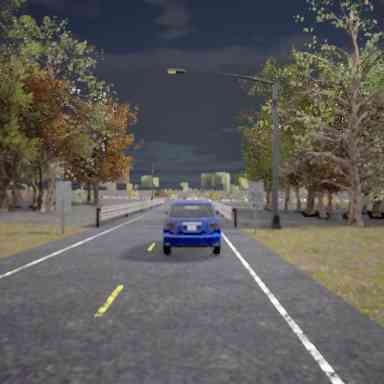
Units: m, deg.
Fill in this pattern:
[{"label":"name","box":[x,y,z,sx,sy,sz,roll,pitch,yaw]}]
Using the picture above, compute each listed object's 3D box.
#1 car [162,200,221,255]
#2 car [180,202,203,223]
[{"label":"car","box":[-0.003,1.348,14.020,2.150,2.045,5.566,0,0,0]},{"label":"car","box":[-0.002,1.752,29.470,1.882,1.535,5.008,0,0,0]}]
